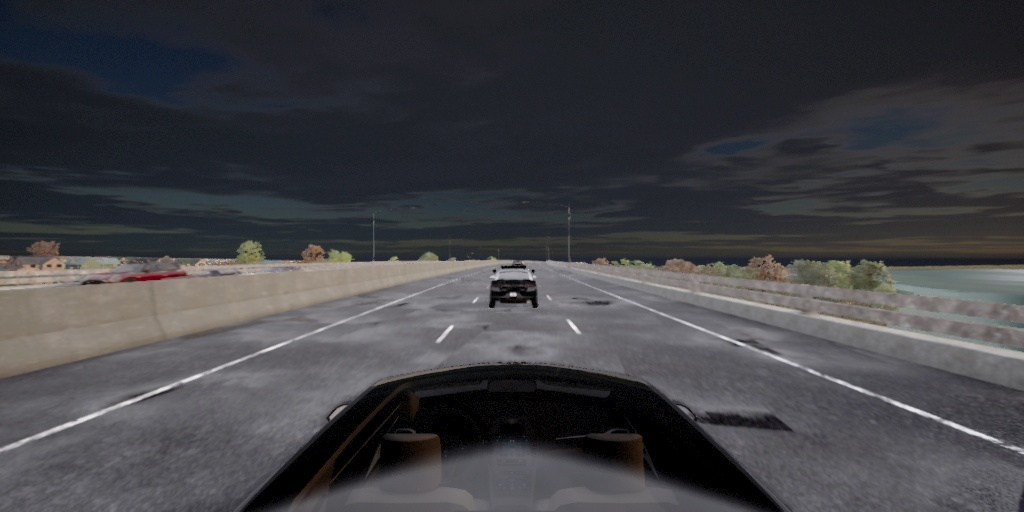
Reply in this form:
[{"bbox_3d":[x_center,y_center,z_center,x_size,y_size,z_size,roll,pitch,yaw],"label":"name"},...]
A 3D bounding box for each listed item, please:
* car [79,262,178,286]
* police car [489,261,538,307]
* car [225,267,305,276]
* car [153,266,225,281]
[{"bbox_3d":[-20.946,1.147,20.136,2.097,1.767,4.553,0,0,1],"label":"car"},{"bbox_3d":[0.077,1.225,15.867,1.930,1.638,5.238,0,0,1],"label":"police car"},{"bbox_3d":[-13.920,1.355,21.571,2.033,1.411,5.357,0,0,1],"label":"car"},{"bbox_3d":[-17.433,1.402,20.879,1.895,1.301,4.718,0,0,1],"label":"car"}]
